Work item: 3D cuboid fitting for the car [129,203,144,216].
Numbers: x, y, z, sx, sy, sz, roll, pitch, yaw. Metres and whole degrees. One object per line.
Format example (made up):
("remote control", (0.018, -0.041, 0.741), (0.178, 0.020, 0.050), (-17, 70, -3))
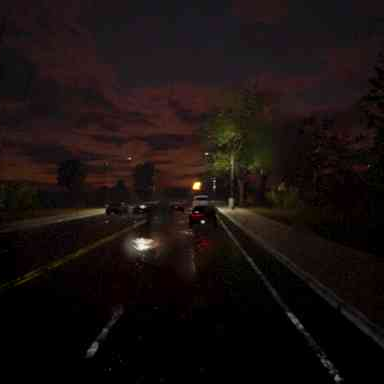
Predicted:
("car", (-5.488, 1.929, 38.106), (1.994, 1.385, 4.181), (-1, -1, 2))

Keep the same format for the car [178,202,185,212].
("car", (-1.963, 1.939, 43.919), (1.994, 1.385, 4.181), (-1, 0, 2))

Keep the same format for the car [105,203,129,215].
("car", (-8.691, 1.951, 39.296), (2.033, 1.411, 5.357), (-1, 0, 2))

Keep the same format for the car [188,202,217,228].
("car", (0.771, 1.700, 23.979), (1.837, 1.490, 4.892), (-1, 0, 2))

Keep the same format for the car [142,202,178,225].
("car", (-2.420, 1.749, 26.302), (1.837, 1.490, 4.892), (-1, 0, 2))

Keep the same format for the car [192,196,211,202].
("car", (1.234, 1.549, 41.841), (2.150, 2.045, 5.566), (-1, -1, 2))
